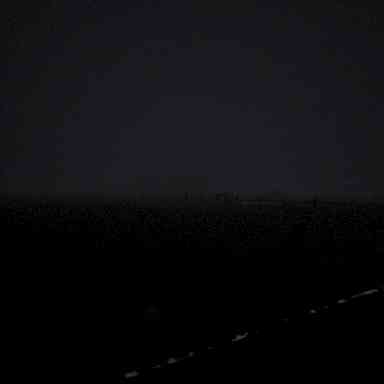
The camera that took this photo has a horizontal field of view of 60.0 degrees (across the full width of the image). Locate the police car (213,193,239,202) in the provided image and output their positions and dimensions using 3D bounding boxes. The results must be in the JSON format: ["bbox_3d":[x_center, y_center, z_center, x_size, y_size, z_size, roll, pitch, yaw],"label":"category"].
[{"bbox_3d":[5.750,0.920,55.041,2.038,1.542,4.974,1,0,-36],"label":"police car"}]
